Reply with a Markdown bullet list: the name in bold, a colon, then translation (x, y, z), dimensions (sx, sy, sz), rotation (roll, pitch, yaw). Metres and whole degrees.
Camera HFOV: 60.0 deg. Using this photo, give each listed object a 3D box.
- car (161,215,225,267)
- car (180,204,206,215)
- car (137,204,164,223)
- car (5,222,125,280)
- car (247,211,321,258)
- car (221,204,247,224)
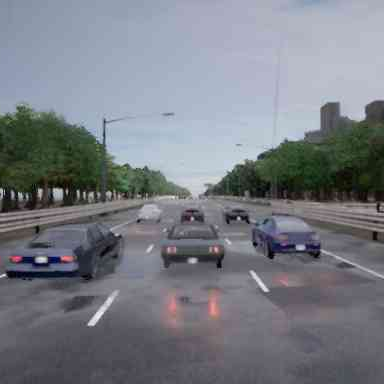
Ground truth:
- **car**: translation (0.038, 1.711, 11.787), dimensions (1.895, 1.301, 4.718), rotation (0, -1, 0)
- **car**: translation (0.043, 1.746, 27.437), dimensions (1.837, 1.490, 4.892), rotation (0, 0, 0)
- **car**: translation (-3.452, 1.770, 28.067), dimensions (1.812, 1.442, 4.674), rotation (0, 0, 0)
- **car**: translation (-3.476, 1.643, 10.225), dimensions (2.033, 1.411, 5.357), rotation (0, -1, 0)
- **car**: translation (3.549, 1.647, 13.123), dimensions (1.812, 1.442, 4.674), rotation (0, 0, 0)
- **car**: translation (3.543, 1.746, 27.395), dimensions (1.837, 1.490, 4.892), rotation (0, 0, 0)
